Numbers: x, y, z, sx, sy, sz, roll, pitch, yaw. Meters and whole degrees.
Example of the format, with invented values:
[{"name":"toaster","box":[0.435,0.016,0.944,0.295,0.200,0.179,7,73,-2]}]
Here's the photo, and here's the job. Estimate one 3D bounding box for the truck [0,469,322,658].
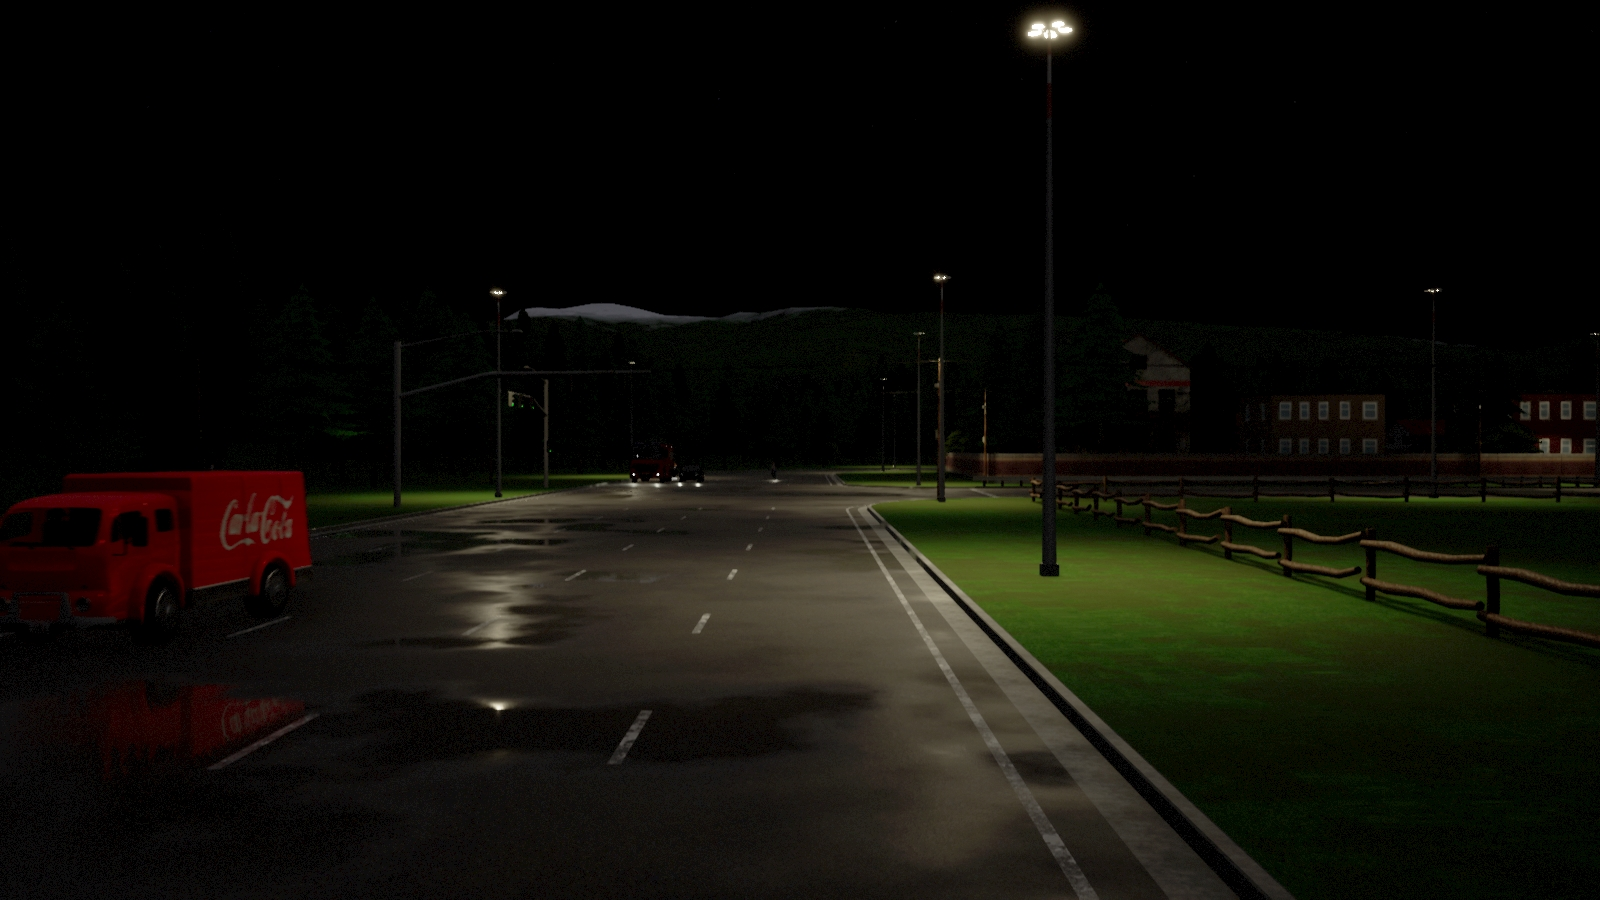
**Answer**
[{"name":"truck","box":[-10.103,1.574,18.046,2.627,2.467,5.204,0,0,4]}]
